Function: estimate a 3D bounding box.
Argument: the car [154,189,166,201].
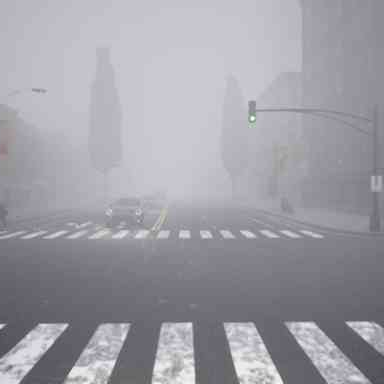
[{"bbox_3d":[-5.555,0.483,56.887,2.150,2.045,5.566,0,0,-3],"label":"car"}]

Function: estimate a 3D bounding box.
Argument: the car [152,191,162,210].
[{"bbox_3d":[-4.508,1.035,34.985,1.837,1.490,4.892,0,2,-3],"label":"car"}]

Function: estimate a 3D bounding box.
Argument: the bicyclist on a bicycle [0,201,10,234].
[{"bbox_3d":[-9.039,1.237,15.728,0.582,1.620,1.656,0,1,-2],"label":"bicyclist on a bicycle"}]

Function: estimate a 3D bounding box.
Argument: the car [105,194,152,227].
[{"bbox_3d":[-3.792,1.080,20.067,2.097,1.767,4.553,0,1,-2],"label":"car"}]
